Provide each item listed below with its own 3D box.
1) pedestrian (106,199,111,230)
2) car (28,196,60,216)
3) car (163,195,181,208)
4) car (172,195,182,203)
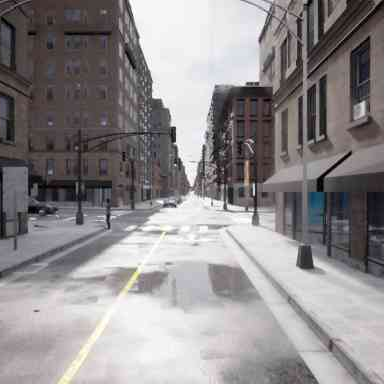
[{"bbox_3d":[-4.912,1.287,19.543,0.375,1.860,0.375,0,0,0],"label":"pedestrian"},{"bbox_3d":[-14.030,1.144,29.015,4.553,1.767,2.097,1,0,-1],"label":"car"},{"bbox_3d":[-3.176,1.521,48.988,2.033,1.411,5.357,0,0,0],"label":"car"},{"bbox_3d":[-3.071,1.460,69.396,1.837,1.490,4.892,0,0,0],"label":"car"}]
